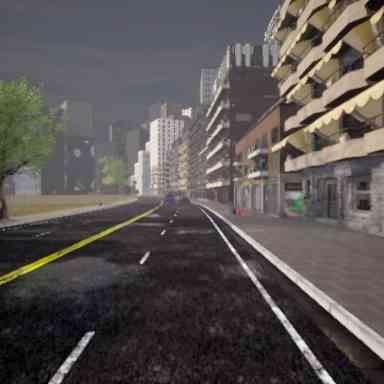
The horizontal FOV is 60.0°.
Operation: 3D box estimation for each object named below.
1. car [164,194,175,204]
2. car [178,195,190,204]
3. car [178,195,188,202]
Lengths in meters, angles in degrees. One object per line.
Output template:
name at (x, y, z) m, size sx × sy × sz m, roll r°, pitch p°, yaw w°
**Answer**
car at (-4.623, 1.440, 68.222) m, size 2.150 × 2.045 × 5.566 m, roll 0°, pitch 0°, yaw -4°
car at (-1.401, 1.697, 68.759) m, size 1.882 × 1.535 × 5.008 m, roll 0°, pitch 0°, yaw -4°
car at (-2.124, 1.490, 78.848) m, size 2.097 × 1.767 × 4.553 m, roll 0°, pitch 0°, yaw -5°
